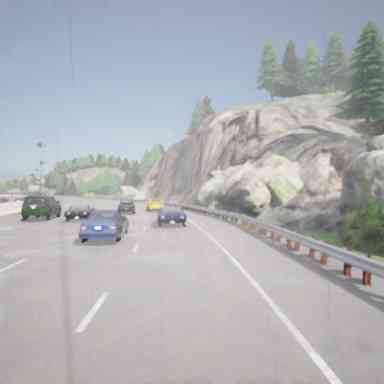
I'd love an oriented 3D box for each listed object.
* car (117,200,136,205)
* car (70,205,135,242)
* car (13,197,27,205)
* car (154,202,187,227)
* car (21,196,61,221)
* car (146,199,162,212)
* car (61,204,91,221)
[{"bbox_3d":[-7.321,1.591,37.132,2.128,1.511,4.902,0,0,-11],"label":"car"},{"bbox_3d":[-4.273,1.594,16.741,2.033,1.411,5.357,0,0,-5],"label":"car"},{"bbox_3d":[-35.643,1.758,68.948,2.128,1.511,4.902,0,0,-23],"label":"car"},{"bbox_3d":[-1.523,1.657,23.565,1.895,1.301,4.718,0,0,-7],"label":"car"},{"bbox_3d":[-12.858,1.314,28.686,2.150,2.045,5.566,0,0,-9],"label":"car"},{"bbox_3d":[-4.689,1.580,41.595,1.882,1.535,5.008,0,0,-12],"label":"car"},{"bbox_3d":[-9.174,1.683,27.753,1.895,1.301,4.718,0,0,-9],"label":"car"}]
